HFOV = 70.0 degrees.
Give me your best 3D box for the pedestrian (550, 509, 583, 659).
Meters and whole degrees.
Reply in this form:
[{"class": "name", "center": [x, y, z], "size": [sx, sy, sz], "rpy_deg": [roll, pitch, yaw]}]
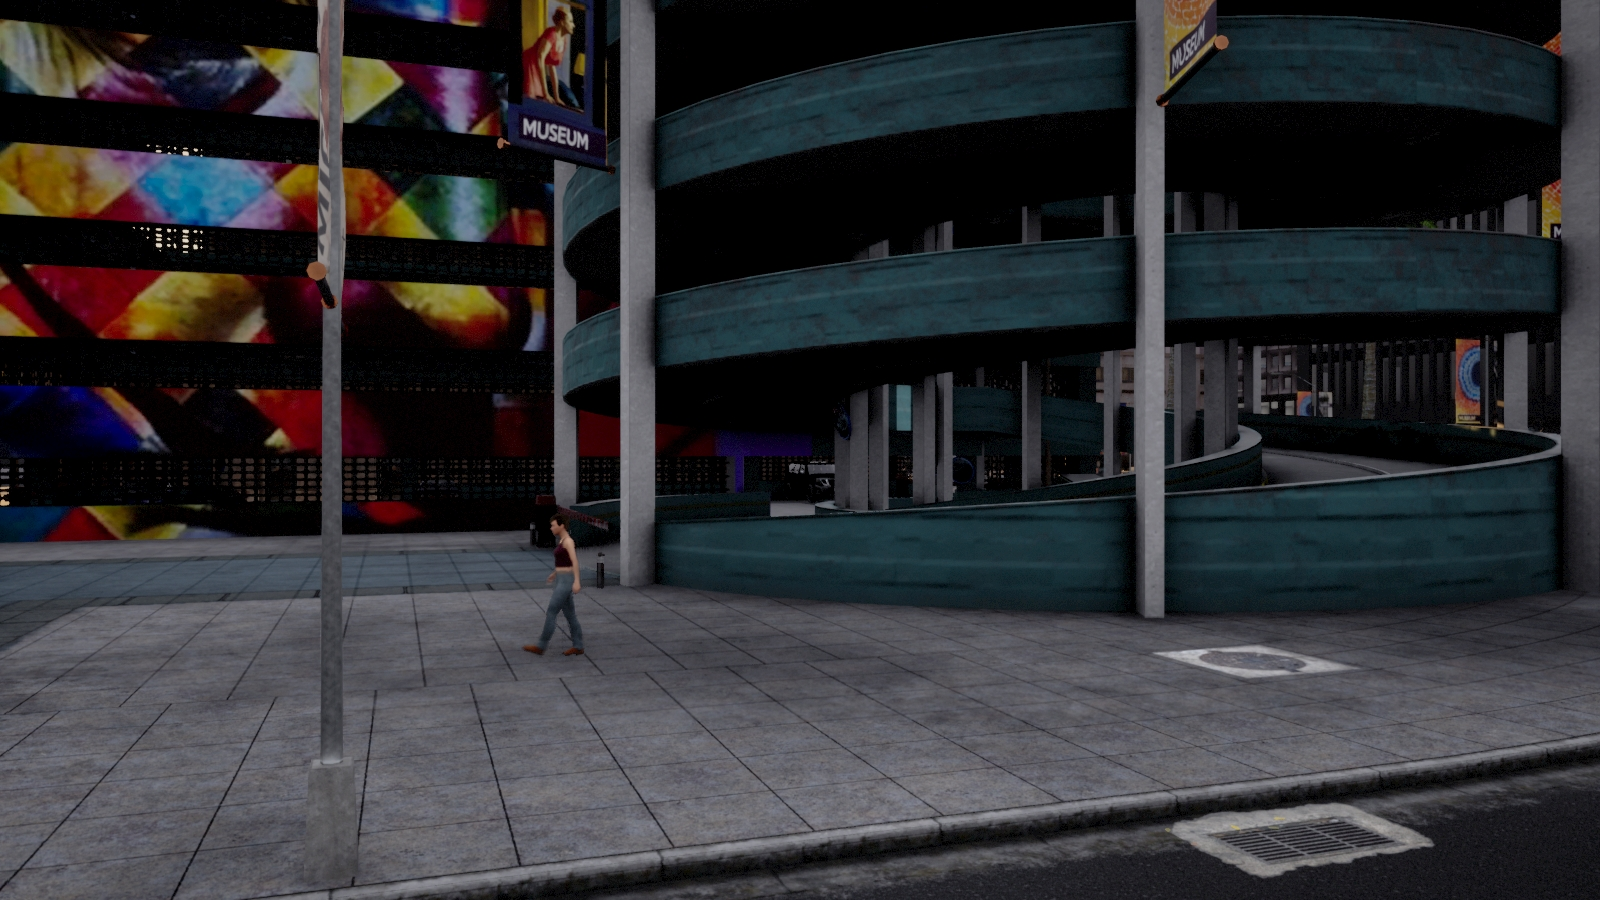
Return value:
[{"class": "pedestrian", "center": [-2.986, 1.696, 14.605], "size": [0.375, 1.860, 0.375], "rpy_deg": [0, 0, -16]}]
